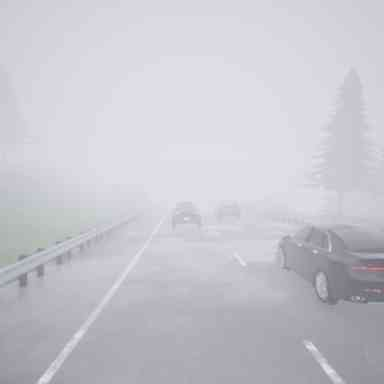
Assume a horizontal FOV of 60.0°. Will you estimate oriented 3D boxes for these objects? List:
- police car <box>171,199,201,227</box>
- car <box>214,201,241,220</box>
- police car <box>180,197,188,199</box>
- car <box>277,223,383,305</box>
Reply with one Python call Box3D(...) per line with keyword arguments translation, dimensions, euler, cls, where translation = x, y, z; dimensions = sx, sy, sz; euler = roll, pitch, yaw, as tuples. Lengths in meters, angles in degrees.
Box3D(translation=(-0.414, 1.527, 23.200), dimensions=(2.038, 1.542, 4.974), euler=(0, 0, -2), cls="police car")
Box3D(translation=(2.929, 1.516, 28.159), dimensions=(2.128, 1.511, 4.902), euler=(0, 0, -2), cls="car")
Box3D(translation=(-1.030, 1.466, 42.071), dimensions=(1.930, 1.638, 5.238), euler=(0, 0, -2), cls="police car")
Box3D(translation=(3.498, 1.510, 8.109), dimensions=(1.837, 1.490, 4.892), euler=(0, 0, -1), cls="car")
